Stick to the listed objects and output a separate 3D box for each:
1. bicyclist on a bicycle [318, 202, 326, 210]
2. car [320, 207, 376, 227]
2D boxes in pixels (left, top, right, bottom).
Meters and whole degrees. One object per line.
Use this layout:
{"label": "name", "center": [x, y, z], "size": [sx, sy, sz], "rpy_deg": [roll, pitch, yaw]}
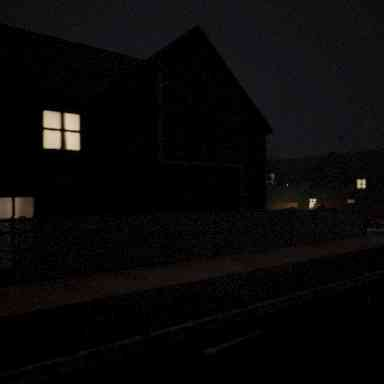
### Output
{"label": "bicyclist on a bicycle", "center": [13.259, 1.830, 33.790], "size": [1.656, 1.620, 0.582], "rpy_deg": [-1, -1, -36]}
{"label": "car", "center": [11.650, 1.959, 25.987], "size": [1.837, 1.490, 4.892], "rpy_deg": [-1, 0, -36]}
